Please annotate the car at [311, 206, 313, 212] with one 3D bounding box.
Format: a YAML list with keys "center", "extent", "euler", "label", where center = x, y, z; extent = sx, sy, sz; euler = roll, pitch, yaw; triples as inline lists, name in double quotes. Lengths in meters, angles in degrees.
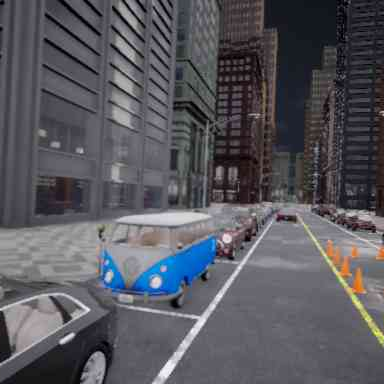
- center: [23.110, 3.294, 59.697]
  extent: [1.947, 1.339, 4.313]
  euler: [2, -1, 16]
  label: "car"

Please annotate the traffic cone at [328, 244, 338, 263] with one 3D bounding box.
- center: [5.367, 2.338, 12.370]
  extent: [0.340, 0.580, 0.340]
  euler: [3, -1, 16]
  label: "traffic cone"

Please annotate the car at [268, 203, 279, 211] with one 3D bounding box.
- center: [16.472, 3.058, 67.463]
  extent: [1.947, 1.339, 4.313]
  euler: [2, -1, 16]
  label: "car"

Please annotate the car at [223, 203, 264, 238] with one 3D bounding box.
- center: [2.540, 1.624, 18.704]
  extent: [2.192, 1.841, 5.009]
  euler: [2, -1, 16]
  label: "car"

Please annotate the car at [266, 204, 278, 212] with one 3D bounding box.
- center: [14.923, 2.924, 62.045]
  extent: [1.947, 1.339, 4.313]
  euler: [2, -1, 16]
  label: "car"

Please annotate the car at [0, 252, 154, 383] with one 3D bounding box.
- center: [-2.119, 1.474, 2.447]
  extent: [2.008, 1.369, 4.403]
  euler: [2, -1, 16]
  label: "car"

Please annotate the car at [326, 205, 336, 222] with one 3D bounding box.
- center: [16.920, 2.638, 38.029]
  extent: [1.967, 1.590, 4.097]
  euler: [2, -1, 16]
  label: "car"

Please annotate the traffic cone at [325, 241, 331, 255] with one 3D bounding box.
- center: [5.917, 2.384, 14.292]
  extent: [0.340, 0.580, 0.340]
  euler: [3, -1, 16]
  label: "traffic cone"

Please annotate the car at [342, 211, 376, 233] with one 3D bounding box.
- center: [13.815, 2.519, 27.192]
  extent: [1.802, 1.307, 4.206]
  euler: [2, -1, 16]
  label: "car"

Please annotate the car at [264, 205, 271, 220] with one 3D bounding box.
- center: [5.628, 2.133, 29.537]
  extent: [1.947, 1.339, 4.313]
  euler: [2, -1, 16]
  label: "car"

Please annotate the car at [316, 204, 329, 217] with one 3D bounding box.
- center: [20.023, 2.777, 48.865]
  extent: [2.192, 1.841, 5.009]
  euler: [2, -1, 16]
  label: "car"

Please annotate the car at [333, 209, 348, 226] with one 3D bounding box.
- center: [15.364, 2.649, 32.611]
  extent: [1.802, 1.307, 4.206]
  euler: [2, -1, 16]
  label: "car"

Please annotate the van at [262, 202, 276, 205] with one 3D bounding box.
- center: [10.286, 2.300, 45.794]
  extent: [1.690, 1.788, 3.998]
  euler: [2, -1, 16]
  label: "van"

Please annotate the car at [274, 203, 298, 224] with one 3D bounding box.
- center: [9.612, 2.279, 33.709]
  extent: [1.882, 1.535, 5.008]
  euler: [3, -1, 16]
  label: "car"

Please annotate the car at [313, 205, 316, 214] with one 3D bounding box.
- center: [21.572, 2.910, 54.283]
  extent: [2.192, 1.841, 5.009]
  euler: [2, -1, 16]
  label: "car"

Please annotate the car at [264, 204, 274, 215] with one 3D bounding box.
- center: [7.178, 2.247, 34.955]
  extent: [2.008, 1.369, 4.403]
  euler: [2, -1, 16]
  label: "car"

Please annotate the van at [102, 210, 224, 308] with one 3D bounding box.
- center: [-0.560, 1.393, 7.868]
  extent: [1.690, 1.788, 3.998]
  euler: [2, -1, 16]
  label: "van"

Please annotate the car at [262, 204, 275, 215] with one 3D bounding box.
- center: [11.780, 2.612, 51.046]
  extent: [1.752, 1.417, 4.829]
  euler: [2, -1, 16]
  label: "car"

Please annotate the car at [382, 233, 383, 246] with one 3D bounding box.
- center: [10.716, 2.262, 16.357]
  extent: [1.802, 1.307, 4.206]
  euler: [2, -1, 16]
  label: "car"

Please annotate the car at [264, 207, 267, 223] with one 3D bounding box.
- center: [4.079, 2.004, 24.120]
  extent: [1.947, 1.339, 4.313]
  euler: [2, -1, 16]
  label: "car"

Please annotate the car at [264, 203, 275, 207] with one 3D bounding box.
- center: [8.726, 2.409, 40.373]
  extent: [1.802, 1.307, 4.206]
  euler: [2, -1, 16]
  label: "car"

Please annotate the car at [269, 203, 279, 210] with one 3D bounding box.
- center: [18.022, 3.178, 72.881]
  extent: [2.008, 1.369, 4.403]
  euler: [2, -1, 16]
  label: "car"

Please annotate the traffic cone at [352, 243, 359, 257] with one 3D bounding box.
- center: [6.877, 2.427, 14.017]
  extent: [0.340, 0.580, 0.340]
  euler: [3, -1, 16]
  label: "traffic cone"

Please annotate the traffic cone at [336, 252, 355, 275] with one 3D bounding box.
- center: [4.817, 2.292, 10.448]
  extent: [0.340, 0.580, 0.340]
  euler: [3, -1, 16]
  label: "traffic cone"

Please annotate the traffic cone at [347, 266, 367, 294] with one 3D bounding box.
- center: [4.267, 2.247, 8.525]
  extent: [0.340, 0.580, 0.340]
  euler: [3, -1, 16]
  label: "traffic cone"

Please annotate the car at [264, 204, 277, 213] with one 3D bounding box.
- center: [13.374, 2.806, 56.627]
  extent: [1.802, 1.307, 4.206]
  euler: [2, -1, 16]
  label: "car"

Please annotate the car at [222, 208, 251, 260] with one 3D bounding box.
- center: [0.985, 1.620, 13.284]
  extent: [1.967, 1.590, 4.097]
  euler: [2, -1, 16]
  label: "car"
